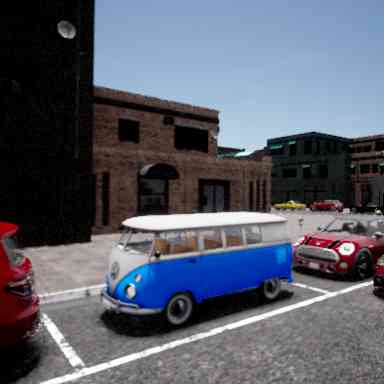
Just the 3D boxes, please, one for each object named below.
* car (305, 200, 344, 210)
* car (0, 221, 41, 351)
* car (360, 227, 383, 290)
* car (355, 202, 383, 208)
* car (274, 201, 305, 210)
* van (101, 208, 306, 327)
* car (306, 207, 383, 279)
[{"bbox_3d":[17.086,1.757,42.423,1.967,1.590,4.097,0,-1,-35],"label":"car"},{"bbox_3d":[-4.298,1.314,3.475,5.009,1.841,2.192,0,1,-35],"label":"car"},{"bbox_3d":[5.996,1.570,7.639,4.181,1.385,1.994,0,0,-35],"label":"car"},{"bbox_3d":[20.249,1.829,37.864,1.947,1.339,4.313,0,-1,-35],"label":"car"},{"bbox_3d":[13.825,1.897,47.119,1.752,1.417,4.829,0,-1,-35],"label":"car"},{"bbox_3d":[0.297,1.344,6.753,3.998,1.788,1.690,0,1,-35],"label":"van"},{"bbox_3d":[4.891,1.447,10.032,4.097,1.590,1.967,0,1,-35],"label":"car"}]
